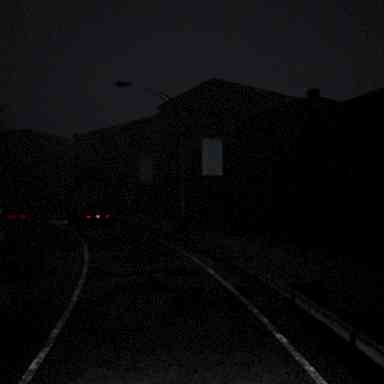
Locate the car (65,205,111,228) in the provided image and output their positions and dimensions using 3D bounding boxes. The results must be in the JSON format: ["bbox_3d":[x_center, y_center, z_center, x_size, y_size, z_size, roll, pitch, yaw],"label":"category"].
[{"bbox_3d":[-7.328,1.618,23.208,2.033,1.411,5.357,0,0,-33],"label":"car"}]

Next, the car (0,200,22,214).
[{"bbox_3d":[-20.414,1.573,36.129,4.902,1.511,2.128,0,-1,35],"label":"car"}]
